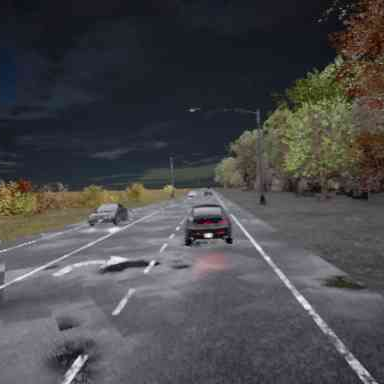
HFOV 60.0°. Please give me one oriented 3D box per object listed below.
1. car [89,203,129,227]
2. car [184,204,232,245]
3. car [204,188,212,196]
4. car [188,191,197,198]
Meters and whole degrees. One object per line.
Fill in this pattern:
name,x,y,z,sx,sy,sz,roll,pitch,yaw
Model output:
car,-5.835,1.554,23.870,1.812,1.442,4.674,-3,1,3
car,0.709,1.296,14.577,1.837,1.490,4.892,-3,1,3
car,4.349,-0.006,88.570,2.097,1.767,4.553,-3,1,3
car,0.174,0.575,74.683,1.812,1.442,4.674,-3,1,3
